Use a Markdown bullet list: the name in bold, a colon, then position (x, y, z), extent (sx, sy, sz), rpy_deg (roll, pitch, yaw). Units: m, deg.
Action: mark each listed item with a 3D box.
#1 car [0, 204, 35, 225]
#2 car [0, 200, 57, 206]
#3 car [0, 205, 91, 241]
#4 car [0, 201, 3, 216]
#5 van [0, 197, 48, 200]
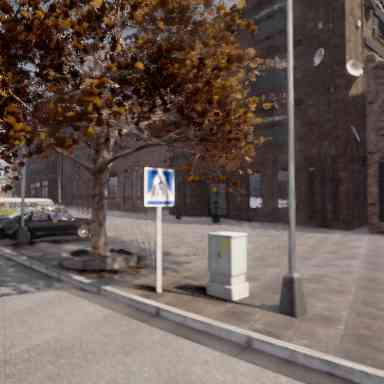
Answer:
- **car**: position (-14.712, 1.652, 24.966), extent (4.792, 1.488, 2.163), rpy_deg (1, -1, -41)
- **car**: position (-9.127, 1.505, 18.921), extent (4.553, 1.767, 2.185), rpy_deg (1, -1, -42)
- **car**: position (-7.301, 1.631, 16.858), extent (4.892, 1.521, 2.231), rpy_deg (1, -1, -42)
- **car**: position (-21.706, 1.627, 33.183), extent (4.674, 1.452, 2.002), rpy_deg (1, -1, -39)
- **van**: position (-11.092, 1.401, 20.860), extent (4.442, 1.987, 1.878), rpy_deg (1, -1, -42)
